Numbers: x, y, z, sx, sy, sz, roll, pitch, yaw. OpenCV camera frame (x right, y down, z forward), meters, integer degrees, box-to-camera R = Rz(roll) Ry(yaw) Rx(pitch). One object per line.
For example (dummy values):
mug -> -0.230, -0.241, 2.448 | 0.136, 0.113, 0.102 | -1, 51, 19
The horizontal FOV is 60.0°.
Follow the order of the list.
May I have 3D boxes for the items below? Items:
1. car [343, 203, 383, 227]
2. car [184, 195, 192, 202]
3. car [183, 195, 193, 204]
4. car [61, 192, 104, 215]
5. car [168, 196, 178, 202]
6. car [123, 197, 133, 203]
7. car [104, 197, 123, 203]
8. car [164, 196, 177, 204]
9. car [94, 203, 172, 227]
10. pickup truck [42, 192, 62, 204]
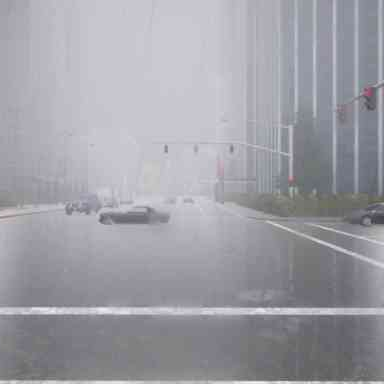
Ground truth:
car -> 12.621, 1.502, 22.122 | 4.892, 1.490, 1.837 | -1, 0, 0
car -> -0.854, 1.386, 75.632 | 1.882, 1.535, 5.008 | 0, 0, 0
car -> -0.766, 1.525, 65.381 | 1.812, 1.442, 4.674 | 0, 0, 0
car -> -11.101, 1.221, 34.272 | 2.150, 2.045, 5.566 | 0, 0, 0
car -> -4.350, 1.540, 75.301 | 2.033, 1.411, 5.357 | 0, 0, 0
car -> -11.262, 1.525, 57.315 | 1.812, 1.442, 4.674 | 0, 0, -1
car -> -11.176, 1.491, 44.677 | 2.128, 1.511, 4.902 | 0, 0, 0
car -> -4.141, 1.601, 62.457 | 1.895, 1.301, 4.718 | 0, 0, 0
car -> -3.742, 1.601, 22.087 | 4.718, 1.301, 1.895 | 0, 0, 0
pickup truck -> -24.342, 1.059, 60.073 | 2.390, 2.098, 6.274 | 0, 0, 30
